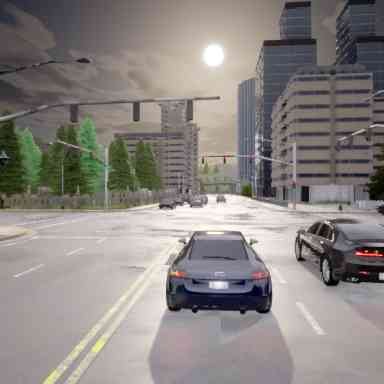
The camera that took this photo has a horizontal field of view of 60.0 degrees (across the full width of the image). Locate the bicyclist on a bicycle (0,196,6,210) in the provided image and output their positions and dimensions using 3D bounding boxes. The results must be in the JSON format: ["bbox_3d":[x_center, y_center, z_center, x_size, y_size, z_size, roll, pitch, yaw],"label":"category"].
[{"bbox_3d":[-22.317,1.301,38.934,0.582,1.620,1.656,0,0,5],"label":"bicyclist on a bicycle"}]

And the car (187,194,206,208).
[{"bbox_3d":[0.704,1.505,48.922,1.837,1.490,4.892,0,0,5],"label":"car"}]

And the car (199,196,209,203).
[{"bbox_3d":[2.424,1.505,68.383,1.837,1.490,4.892,0,0,5],"label":"car"}]

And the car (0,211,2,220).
[{"bbox_3d":[-16.323,1.478,23.906,5.008,1.535,1.882,0,0,5],"label":"car"}]

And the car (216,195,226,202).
[{"bbox_3d":[6.305,1.555,72.423,1.994,1.385,4.181,0,0,5],"label":"car"}]

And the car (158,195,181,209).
[{"bbox_3d":[-3.163,1.547,44.708,2.033,1.411,5.357,0,0,5],"label":"car"}]

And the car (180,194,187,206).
[{"bbox_3d":[-2.315,1.547,54.747,2.033,1.411,5.357,0,0,5],"label":"car"}]

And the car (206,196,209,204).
[{"bbox_3d":[1.484,1.352,58.013,2.097,1.767,4.553,0,0,5],"label":"car"}]

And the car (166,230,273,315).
[{"bbox_3d":[0.597,1.564,7.699,1.994,1.385,4.181,0,0,4],"label":"car"}]

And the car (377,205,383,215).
[{"bbox_3d":[20.362,1.478,31.592,5.008,1.535,1.882,0,0,5],"label":"car"}]

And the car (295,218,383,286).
[{"bbox_3d":[4.230,1.505,9.317,1.837,1.490,4.892,0,0,4],"label":"car"}]

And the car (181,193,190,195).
[{"bbox_3d":[-1.416,1.221,64.884,2.150,2.045,5.566,0,0,5],"label":"car"}]

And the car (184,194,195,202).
[{"bbox_3d":[-0.538,1.355,74.836,2.097,1.767,4.553,0,0,5],"label":"car"}]

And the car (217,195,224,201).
[{"bbox_3d":[7.408,1.500,85.820,1.837,1.490,4.892,0,0,5],"label":"car"}]
